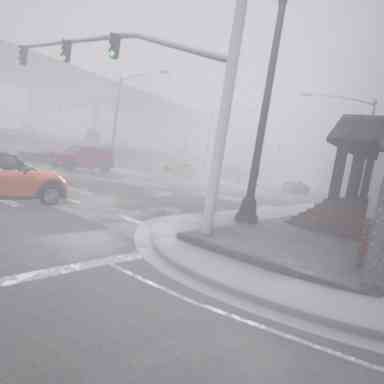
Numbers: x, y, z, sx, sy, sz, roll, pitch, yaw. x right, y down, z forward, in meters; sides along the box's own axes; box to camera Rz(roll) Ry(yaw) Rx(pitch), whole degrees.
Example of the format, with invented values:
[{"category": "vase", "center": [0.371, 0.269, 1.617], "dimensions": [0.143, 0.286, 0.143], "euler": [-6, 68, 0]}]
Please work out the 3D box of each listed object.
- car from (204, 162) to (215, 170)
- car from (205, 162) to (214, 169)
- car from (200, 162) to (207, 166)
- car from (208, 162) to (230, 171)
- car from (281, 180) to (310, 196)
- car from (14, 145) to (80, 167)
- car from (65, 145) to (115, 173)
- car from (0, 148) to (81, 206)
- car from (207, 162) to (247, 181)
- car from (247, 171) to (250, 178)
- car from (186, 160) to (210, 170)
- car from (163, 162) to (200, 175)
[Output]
[{"category": "car", "center": [4.130, -6.197, 79.086], "dimensions": [2.038, 1.542, 4.974], "euler": [8, 6, 0]}, {"category": "car", "center": [4.153, -6.357, 79.121], "dimensions": [1.853, 1.218, 4.536], "euler": [8, 6, 0]}, {"category": "car", "center": [1.362, -6.369, 75.355], "dimensions": [4.536, 1.218, 1.853], "euler": [7, 6, -10]}, {"category": "car", "center": [6.707, -6.325, 83.858], "dimensions": [4.974, 1.542, 2.038], "euler": [6, 7, -25]}, {"category": "car", "center": [11.591, -0.487, 36.906], "dimensions": [2.128, 1.511, 4.902], "euler": [13, 7, 36]}, {"category": "car", "center": [-12.177, -3.004, 28.202], "dimensions": [1.895, 1.301, 4.718], "euler": [13, 8, 36]}, {"category": "car", "center": [-8.816, -2.748, 26.836], "dimensions": [2.150, 2.045, 5.566], "euler": [13, 9, 36]}, {"category": "car", "center": [-6.488, -0.608, 11.072], "dimensions": [2.097, 1.767, 4.553], "euler": [13, 8, 37]}, {"category": "car", "center": [4.708, -2.678, 45.014], "dimensions": [2.150, 2.045, 5.566], "euler": [13, 8, 36]}, {"category": "car", "center": [8.878, -2.937, 56.355], "dimensions": [2.033, 1.411, 5.357], "euler": [13, 8, 36]}, {"category": "car", "center": [1.390, -6.207, 75.381], "dimensions": [4.974, 1.542, 2.038], "euler": [7, 6, -10]}, {"category": "car", "center": [-1.614, -3.076, 42.371], "dimensions": [1.882, 1.535, 5.008], "euler": [13, 8, 36]}]
